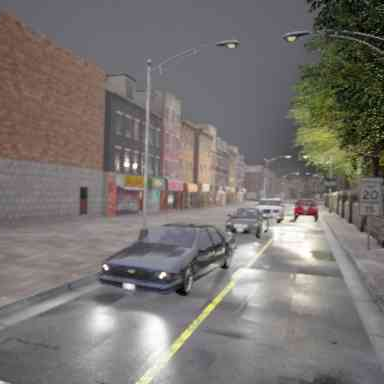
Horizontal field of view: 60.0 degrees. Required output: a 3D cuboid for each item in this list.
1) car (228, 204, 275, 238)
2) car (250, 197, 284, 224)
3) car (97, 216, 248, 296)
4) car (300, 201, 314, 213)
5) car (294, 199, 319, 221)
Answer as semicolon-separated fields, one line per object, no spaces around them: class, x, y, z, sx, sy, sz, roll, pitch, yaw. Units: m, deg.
car;3.236;1.670;19.024;2.128;1.511;4.902;2;0;19
car;6.771;1.542;28.948;2.150;2.045;5.566;2;0;19
car;-0.221;1.581;9.210;2.033;1.411;5.357;2;0;23
car;16.923;2.173;48.796;1.882;1.535;5.008;2;0;20
car;11.368;1.692;33.105;2.150;2.045;5.566;2;0;20
